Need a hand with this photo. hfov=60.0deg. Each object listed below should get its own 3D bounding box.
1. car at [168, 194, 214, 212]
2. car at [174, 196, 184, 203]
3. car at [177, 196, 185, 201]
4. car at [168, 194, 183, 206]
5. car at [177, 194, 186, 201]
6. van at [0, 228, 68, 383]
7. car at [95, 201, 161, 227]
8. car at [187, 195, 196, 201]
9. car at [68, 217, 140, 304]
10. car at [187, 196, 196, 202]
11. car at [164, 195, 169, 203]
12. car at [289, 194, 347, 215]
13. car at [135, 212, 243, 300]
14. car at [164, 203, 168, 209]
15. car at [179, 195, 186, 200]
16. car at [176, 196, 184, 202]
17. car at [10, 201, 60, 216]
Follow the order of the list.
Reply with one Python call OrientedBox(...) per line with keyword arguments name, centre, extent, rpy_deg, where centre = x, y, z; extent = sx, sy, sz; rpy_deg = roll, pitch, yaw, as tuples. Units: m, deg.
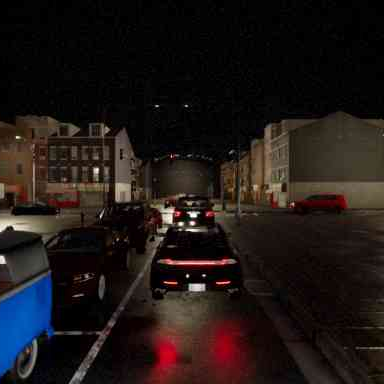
OrientedBox(name="car", centre=(0.079, 1.223, 18.557), extent=(2.150, 2.045, 5.566), rpy_deg=(0, 0, 0))
OrientedBox(name="car", centre=(-2.724, 1.605, 72.580), extent=(2.008, 1.369, 4.403), rpy_deg=(0, 0, 0))
OrientedBox(name="car", centre=(-2.736, 1.640, 83.434), extent=(1.947, 1.339, 4.313), rpy_deg=(0, 0, 0))
OrientedBox(name="car", centre=(-2.707, 1.345, 56.300), extent=(2.192, 1.841, 5.009), rpy_deg=(0, 0, 0))
OrientedBox(name="car", centre=(-2.744, 1.400, 88.861), extent=(2.192, 1.841, 5.009), rpy_deg=(0, 0, 0))
OrientedBox(name="van", centre=(-2.647, 1.341, 2.735), extent=(1.690, 1.788, 3.998), rpy_deg=(0, 0, 0))
OrientedBox(name="car", centre=(-2.659, 1.315, 13.603), extent=(2.192, 1.841, 5.009), rpy_deg=(0, 0, 0))
OrientedBox(name="car", centre=(-0.095, 1.437, 86.166), extent=(2.128, 1.511, 4.902), rpy_deg=(0, 0, 0))
OrientedBox(name="car", centre=(-2.652, 1.544, 8.169), extent=(1.887, 1.381, 4.507), rpy_deg=(0, 0, 0))
OrientedBox(name="car", centre=(-0.084, 1.648, 76.193), extent=(1.895, 1.301, 4.718), rpy_deg=(0, 0, 0))
OrientedBox(name="car", centre=(-2.695, 1.333, 45.446), extent=(2.192, 1.841, 5.009), rpy_deg=(0, 0, 0))
OrientedBox(name="car", centre=(12.797, 1.238, 33.823), extent=(5.566, 2.045, 2.150), rpy_deg=(0, 0, 0))
OrientedBox(name="car", centre=(0.089, 1.491, 8.364), extent=(2.128, 1.511, 4.902), rpy_deg=(0, 0, 0))
OrientedBox(name="car", centre=(-2.664, 1.546, 19.036), extent=(1.887, 1.381, 4.507), rpy_deg=(0, 0, 0))
OrientedBox(name="car", centre=(-2.749, 1.536, 94.288), extent=(1.967, 1.590, 4.097), rpy_deg=(-1, 0, 0))
OrientedBox(name="car", centre=(-2.730, 1.589, 77.838), extent=(1.752, 1.417, 4.829), rpy_deg=(0, 0, 0))
OrientedBox(name="car", centre=(-14.487, 1.571, 30.891), extent=(4.181, 1.385, 1.994), rpy_deg=(0, 0, 0))
